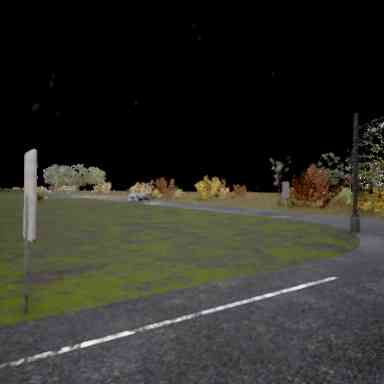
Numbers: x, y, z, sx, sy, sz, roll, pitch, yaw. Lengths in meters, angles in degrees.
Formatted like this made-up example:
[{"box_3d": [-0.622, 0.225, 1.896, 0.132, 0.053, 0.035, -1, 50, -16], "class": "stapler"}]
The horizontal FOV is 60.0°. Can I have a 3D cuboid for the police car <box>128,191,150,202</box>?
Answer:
[{"box_3d": [-8.293, 0.697, 52.132, 1.930, 1.638, 5.238, 1, 0, -32], "class": "police car"}]
